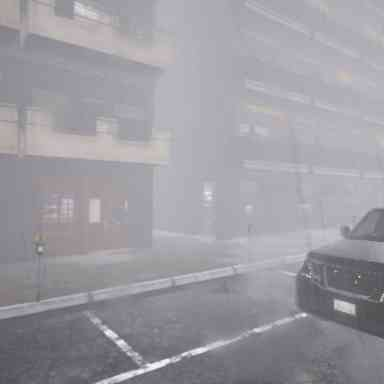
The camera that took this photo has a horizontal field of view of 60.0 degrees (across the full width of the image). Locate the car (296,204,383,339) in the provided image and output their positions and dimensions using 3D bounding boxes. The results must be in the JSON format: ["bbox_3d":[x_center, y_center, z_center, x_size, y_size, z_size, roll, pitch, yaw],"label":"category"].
[{"bbox_3d":[4.340,1.224,6.168,5.566,2.045,2.150,0,0,-35],"label":"car"}]
